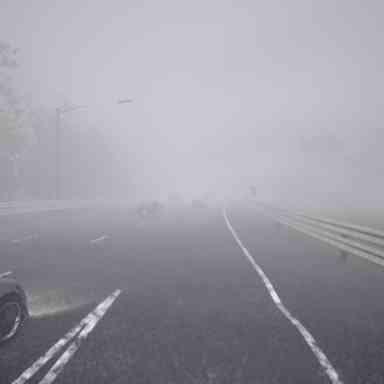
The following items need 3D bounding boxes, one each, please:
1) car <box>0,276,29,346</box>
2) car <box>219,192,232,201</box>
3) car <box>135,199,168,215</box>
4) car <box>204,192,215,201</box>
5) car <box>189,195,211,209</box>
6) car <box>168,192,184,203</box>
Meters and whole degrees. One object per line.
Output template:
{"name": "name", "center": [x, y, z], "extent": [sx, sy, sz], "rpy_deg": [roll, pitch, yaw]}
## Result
{"name": "car", "center": [-3.783, 1.545, 3.734], "extent": [1.994, 1.385, 4.181], "rpy_deg": [0, 0, 6]}
{"name": "car", "center": [7.745, 1.296, 80.176], "extent": [2.128, 1.511, 4.902], "rpy_deg": [0, 0, 11]}
{"name": "car", "center": [-3.963, 1.490, 32.117], "extent": [1.895, 1.301, 4.718], "rpy_deg": [0, 0, 8]}
{"name": "car", "center": [4.121, 0.992, 79.907], "extent": [2.150, 2.045, 5.566], "rpy_deg": [0, 0, 11]}
{"name": "car", "center": [0.978, 1.395, 41.672], "extent": [1.812, 1.442, 4.674], "rpy_deg": [0, 0, 9]}
{"name": "car", "center": [-2.952, 1.026, 61.216], "extent": [2.150, 2.045, 5.566], "rpy_deg": [0, 0, 10]}
